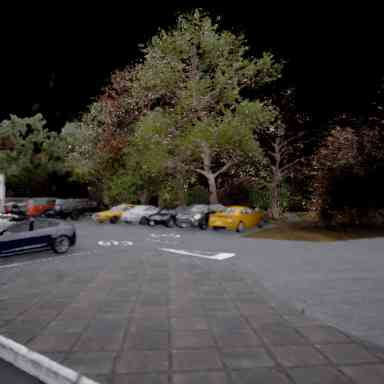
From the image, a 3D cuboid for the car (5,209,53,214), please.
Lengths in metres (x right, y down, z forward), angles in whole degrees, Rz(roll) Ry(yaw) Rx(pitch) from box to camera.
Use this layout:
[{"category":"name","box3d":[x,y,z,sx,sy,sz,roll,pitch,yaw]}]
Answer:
[{"category":"car","box3d":[-9.042,1.739,14.410,2.097,1.535,5.008,0,0,36]}]

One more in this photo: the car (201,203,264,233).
[{"category":"car","box3d":[3.026,1.700,21.799,2.097,1.535,5.008,0,0,36]}]

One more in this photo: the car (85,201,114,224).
[{"category":"car","box3d":[-5.946,1.759,28.091,1.946,1.575,5.366,0,0,36]}]

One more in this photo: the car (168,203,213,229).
[{"category":"car","box3d":[0.805,1.590,23.457,2.185,1.767,4.553,0,0,36]}]

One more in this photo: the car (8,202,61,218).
[{"category":"car","box3d":[-17.127,1.877,36.475,2.163,1.488,4.792,-1,0,36]}]

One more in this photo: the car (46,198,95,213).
[{"category":"car","box3d":[-10.303,1.541,31.520,2.435,2.045,5.566,0,0,36]}]

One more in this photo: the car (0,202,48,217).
[{"category":"car","box3d":[-19.262,1.903,38.026,2.163,1.488,4.792,-1,0,36]}]

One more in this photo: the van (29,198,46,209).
[{"category":"van","box3d":[-14.834,1.600,34.919,1.878,1.987,4.442,-1,0,36]}]

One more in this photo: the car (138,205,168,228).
[{"category":"car","box3d":[-1.371,1.760,24.962,2.163,1.488,4.792,0,0,36]}]

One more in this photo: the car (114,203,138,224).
[{"category":"car","box3d":[-3.597,1.786,26.611,2.002,1.452,4.674,0,0,36]}]

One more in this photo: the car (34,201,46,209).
[{"category":"car","box3d":[-12.576,1.837,33.100,2.163,1.488,4.792,0,0,36]}]

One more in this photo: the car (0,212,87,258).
[{"category":"car","box3d":[-6.815,1.754,12.751,2.163,1.488,4.792,0,0,36]}]

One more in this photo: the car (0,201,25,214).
[{"category":"car","box3d":[-23.757,1.944,41.260,2.097,1.535,5.008,-1,-1,36]}]

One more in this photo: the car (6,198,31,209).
[{"category":"car","box3d":[-11.275,1.504,16.061,2.435,2.045,5.566,0,0,36]}]
